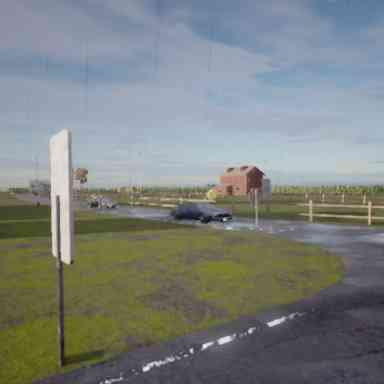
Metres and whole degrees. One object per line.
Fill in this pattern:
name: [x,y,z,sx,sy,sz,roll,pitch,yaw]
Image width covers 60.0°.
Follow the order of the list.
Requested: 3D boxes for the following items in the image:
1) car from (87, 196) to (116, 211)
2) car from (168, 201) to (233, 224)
car: [-10.053,1.216,36.943,2.128,1.511,4.902,-1,1,-37]
car: [0.446,1.374,23.506,2.033,1.411,5.357,-1,1,-39]
